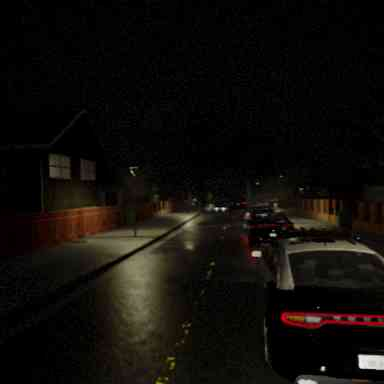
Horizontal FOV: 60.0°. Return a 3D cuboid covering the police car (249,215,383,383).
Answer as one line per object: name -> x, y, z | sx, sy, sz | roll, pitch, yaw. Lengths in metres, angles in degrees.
police car -> 2.103, 1.432, 5.723 | 1.930, 1.638, 5.238 | -2, -1, 9

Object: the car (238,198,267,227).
car -> 4.259, 1.489, 21.514 | 2.097, 1.767, 4.553 | -2, -1, 7

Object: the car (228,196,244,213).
car -> 5.870, 1.594, 42.632 | 2.150, 2.045, 5.566 | -2, -1, 7

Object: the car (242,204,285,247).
car -> 3.513, 1.561, 15.560 | 1.882, 1.535, 5.008 | -2, -1, 8

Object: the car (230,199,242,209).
car -> 7.487, 1.987, 56.817 | 1.882, 1.535, 5.008 | -2, -1, 6

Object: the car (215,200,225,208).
car -> 5.136, 2.172, 61.011 | 2.033, 1.411, 5.357 | -2, -1, 6
